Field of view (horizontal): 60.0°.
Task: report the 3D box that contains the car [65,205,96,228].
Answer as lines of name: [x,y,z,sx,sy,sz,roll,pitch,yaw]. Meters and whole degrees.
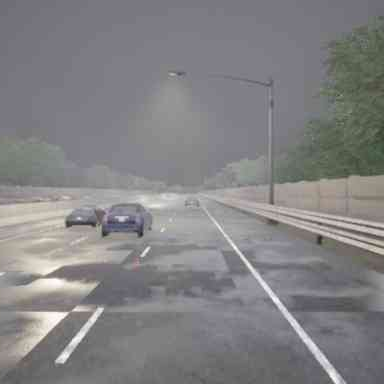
car: [-6.905,1.585,22.331,1.994,1.385,4.181,0,0,0]

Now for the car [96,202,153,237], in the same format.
car: [-3.403,1.368,18.190,2.097,1.767,4.553,0,0,0]

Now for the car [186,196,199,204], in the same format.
car: [-0.009,1.260,43.718,1.994,1.385,4.181,0,0,0]
